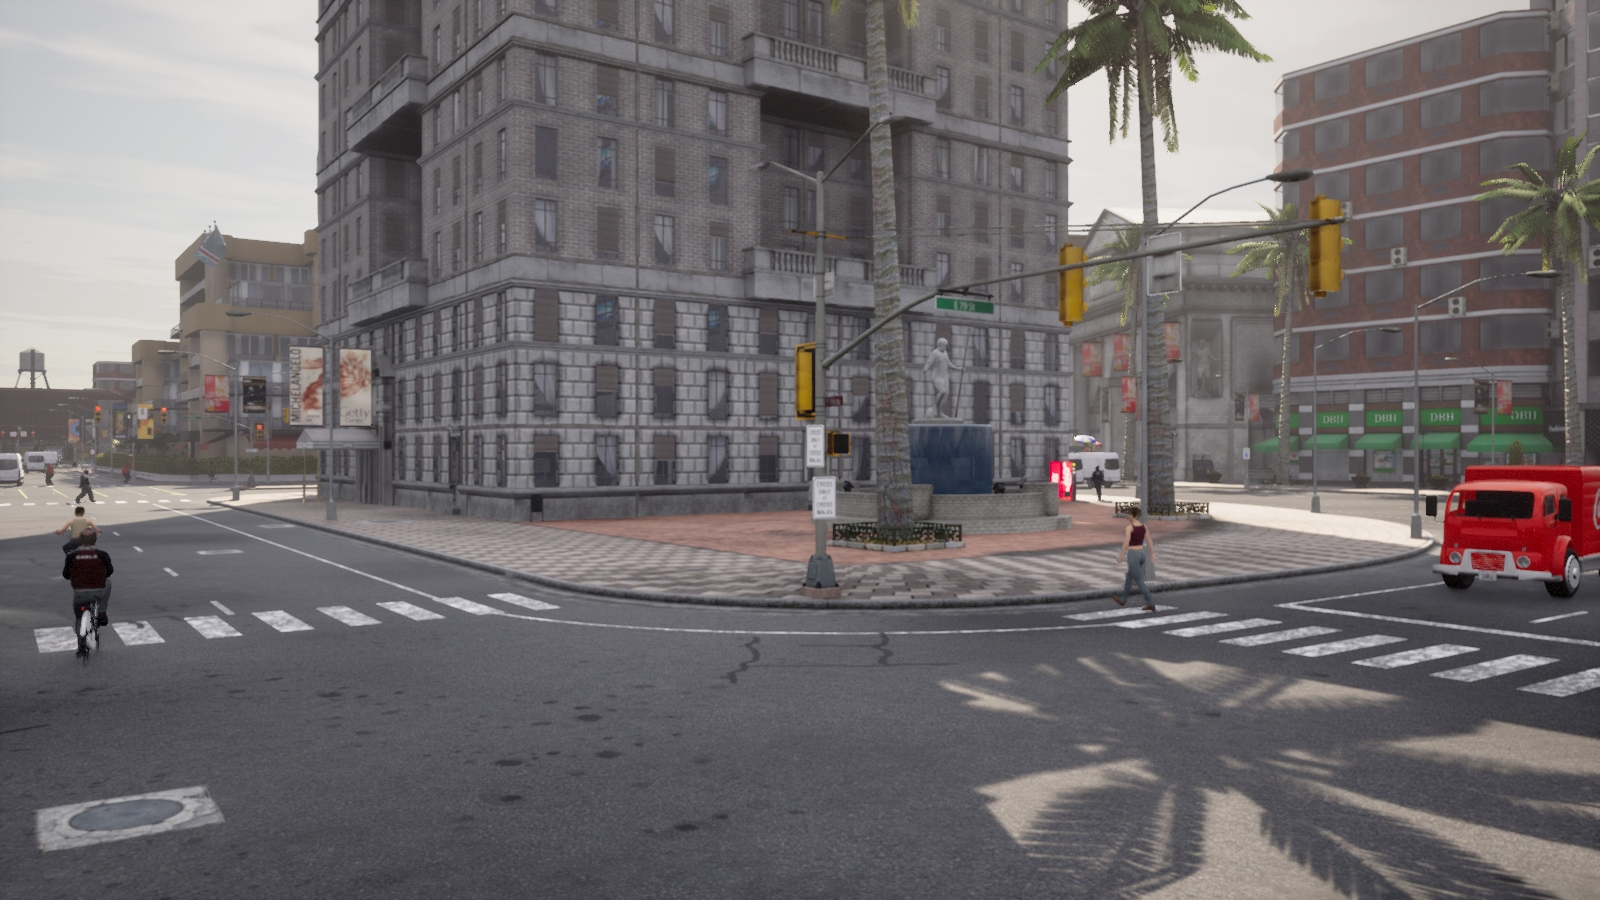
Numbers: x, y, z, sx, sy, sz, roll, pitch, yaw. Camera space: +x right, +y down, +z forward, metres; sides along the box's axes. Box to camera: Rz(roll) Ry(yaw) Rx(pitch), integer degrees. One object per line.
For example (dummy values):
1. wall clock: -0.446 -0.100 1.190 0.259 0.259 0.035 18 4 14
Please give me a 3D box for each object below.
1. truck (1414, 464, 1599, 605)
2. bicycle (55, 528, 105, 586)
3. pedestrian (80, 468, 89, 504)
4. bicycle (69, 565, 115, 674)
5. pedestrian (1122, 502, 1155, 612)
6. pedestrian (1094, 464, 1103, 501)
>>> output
1. truck: 14.932 1.545 23.221 5.204 2.467 2.627 0 0 -41
2. bicycle: -15.376 2.254 24.380 0.859 1.080 1.487 0 0 -34
3. pedestrian: -37.148 1.844 59.297 0.375 1.860 0.375 0 0 -34
4. bicycle: -9.384 2.208 15.167 0.329 1.171 1.835 -1 1 -26
5. pedestrian: 5.845 1.834 19.732 0.375 1.860 0.375 0 0 -29
6. pedestrian: 15.181 1.655 58.108 0.375 1.860 0.375 0 0 7
